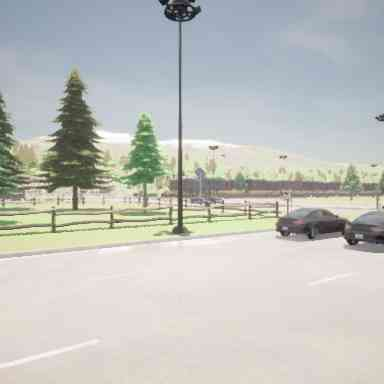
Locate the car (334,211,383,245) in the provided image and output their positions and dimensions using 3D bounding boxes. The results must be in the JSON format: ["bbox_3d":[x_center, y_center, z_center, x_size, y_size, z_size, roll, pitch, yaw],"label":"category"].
[{"bbox_3d":[8.269,1.530,14.066,4.674,1.442,1.812,0,0,-35],"label":"car"}]

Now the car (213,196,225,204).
[{"bbox_3d":[4.225,1.517,64.002,2.128,1.511,4.902,0,0,-35],"label":"car"}]

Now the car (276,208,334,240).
[{"bbox_3d":[6.236,1.530,16.916,4.674,1.442,1.812,0,0,-35],"label":"car"}]

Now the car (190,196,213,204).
[{"bbox_3d":[1.361,1.557,61.990,1.812,1.442,4.674,0,0,-35],"label":"car"}]
